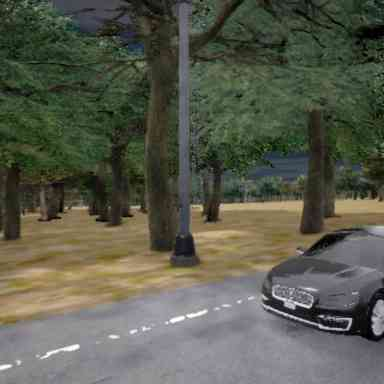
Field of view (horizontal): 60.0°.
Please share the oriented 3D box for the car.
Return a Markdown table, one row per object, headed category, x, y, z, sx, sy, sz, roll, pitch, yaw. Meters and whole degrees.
| category | x | y | z | sx | sy | sz | roll | pitch | yaw |
| --- | --- | --- | --- | --- | --- | --- | --- | --- | --- |
| car | 3.448 | 1.488 | 6.576 | 4.892 | 1.490 | 1.837 | 0 | 0 | -37 |
